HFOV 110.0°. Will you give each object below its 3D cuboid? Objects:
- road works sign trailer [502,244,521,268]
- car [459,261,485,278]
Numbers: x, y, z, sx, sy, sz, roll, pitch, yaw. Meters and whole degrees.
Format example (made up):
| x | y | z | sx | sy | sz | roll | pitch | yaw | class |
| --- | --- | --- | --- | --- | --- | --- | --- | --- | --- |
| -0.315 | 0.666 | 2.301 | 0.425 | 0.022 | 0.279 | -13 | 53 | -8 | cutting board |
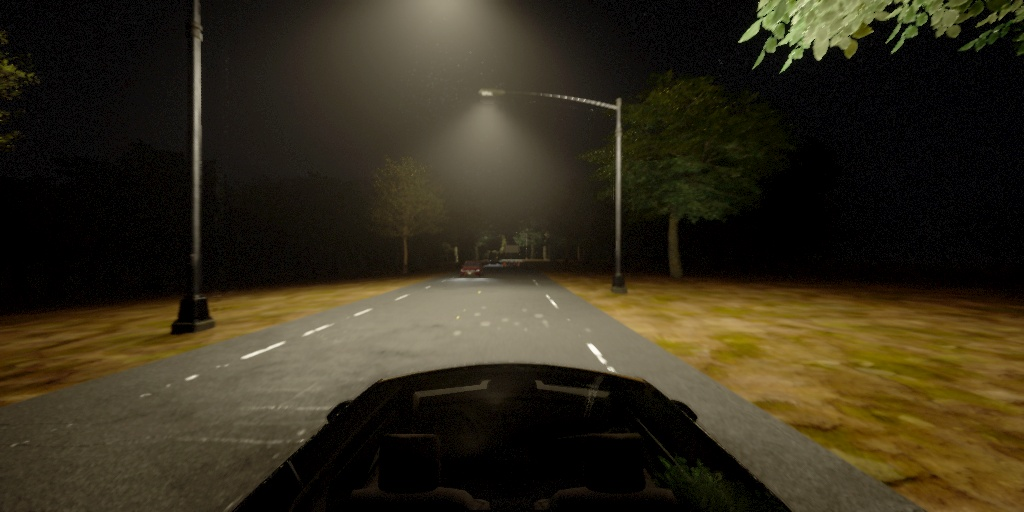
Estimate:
| x | y | z | sx | sy | sz | roll | pitch | yaw | class |
| --- | --- | --- | --- | --- | --- | --- | --- | --- | --- |
| -0.022 | 0.015 | 53.820 | 2.380 | 3.560 | 2.880 | 0 | 0 | 0 | road works sign trailer |
| -3.592 | 1.196 | 32.881 | 1.812 | 1.442 | 4.674 | 0 | 0 | 0 | car |
